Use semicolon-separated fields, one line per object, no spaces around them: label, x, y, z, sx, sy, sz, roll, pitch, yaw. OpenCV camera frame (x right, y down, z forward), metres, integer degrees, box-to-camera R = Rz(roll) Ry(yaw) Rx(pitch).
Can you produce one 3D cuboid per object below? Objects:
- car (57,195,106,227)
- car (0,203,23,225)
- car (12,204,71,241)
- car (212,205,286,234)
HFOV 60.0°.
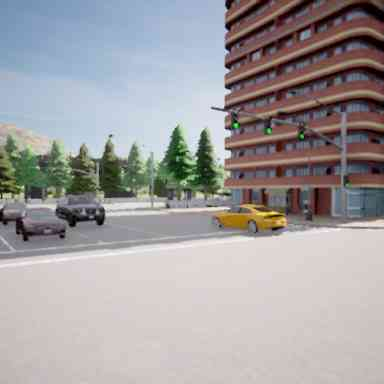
car;-7.951;1.241;23.350;2.150;2.045;5.566;0;0;-35
car;-12.834;1.536;24.232;1.812;1.442;4.674;0;0;-35
car;-7.798;1.535;16.959;1.812;1.442;4.674;0;0;-33
car;3.214;1.521;19.778;1.882;1.535;5.008;0;0;-35
